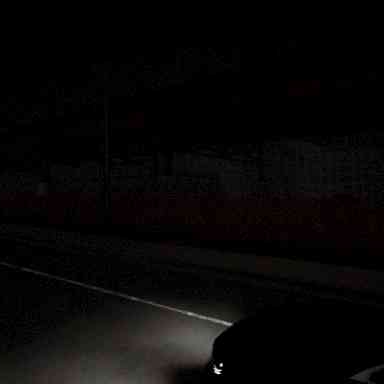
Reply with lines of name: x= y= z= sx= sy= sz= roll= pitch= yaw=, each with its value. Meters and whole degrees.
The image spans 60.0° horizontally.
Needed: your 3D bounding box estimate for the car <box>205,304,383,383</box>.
car: x=2.371 y=1.509 z=2.300 sx=4.892 sy=1.490 sz=1.837 roll=0 pitch=0 yaw=36
